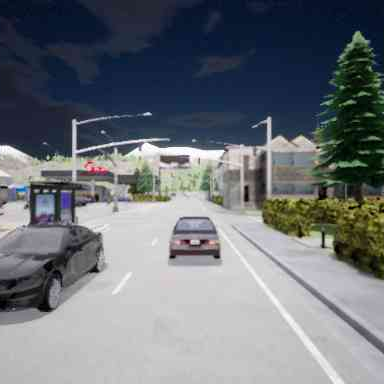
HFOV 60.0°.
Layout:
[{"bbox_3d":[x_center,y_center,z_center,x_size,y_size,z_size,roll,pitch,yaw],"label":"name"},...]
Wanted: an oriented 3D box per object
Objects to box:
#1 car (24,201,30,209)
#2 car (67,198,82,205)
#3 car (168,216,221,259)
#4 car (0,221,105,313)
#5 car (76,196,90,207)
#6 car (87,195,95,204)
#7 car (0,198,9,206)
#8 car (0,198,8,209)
[{"bbox_3d":[-22.591,1.710,48.088,1.970,1.475,3.806,0,0,0],"label":"car"},{"bbox_3d":[-25.991,1.990,73.615,1.970,1.475,3.806,0,0,0],"label":"car"},{"bbox_3d":[0.093,1.625,12.963,2.033,1.411,5.357,0,0,0],"label":"car"},{"bbox_3d":[-3.562,1.526,8.052,1.882,1.535,5.008,0,-1,0],"label":"car"},{"bbox_3d":[-18.952,1.817,55.148,2.007,1.523,4.514,0,0,0],"label":"car"},{"bbox_3d":[-22.664,1.702,73.016,1.905,1.878,3.866,0,0,0],"label":"car"},{"bbox_3d":[-38.384,1.881,65.807,2.007,1.523,4.514,0,0,0],"label":"car"},{"bbox_3d":[-29.008,1.630,47.744,2.152,1.636,5.027,0,0,0],"label":"car"}]
